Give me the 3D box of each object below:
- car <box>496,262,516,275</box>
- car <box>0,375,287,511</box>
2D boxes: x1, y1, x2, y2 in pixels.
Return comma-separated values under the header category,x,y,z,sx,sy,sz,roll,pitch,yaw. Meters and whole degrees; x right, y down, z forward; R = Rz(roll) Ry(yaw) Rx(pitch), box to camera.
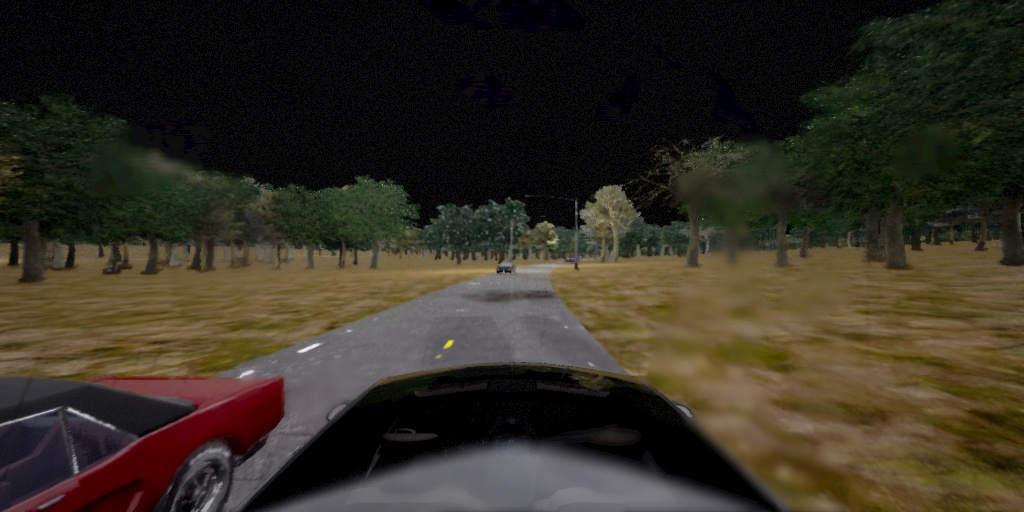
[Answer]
category,x,y,z,sx,sy,sz,roll,pitch,yaw
car,-0.644,1.435,42.830,2.033,1.411,5.357,0,0,7
car,-3.079,1.335,1.178,1.895,1.301,4.718,0,0,0
